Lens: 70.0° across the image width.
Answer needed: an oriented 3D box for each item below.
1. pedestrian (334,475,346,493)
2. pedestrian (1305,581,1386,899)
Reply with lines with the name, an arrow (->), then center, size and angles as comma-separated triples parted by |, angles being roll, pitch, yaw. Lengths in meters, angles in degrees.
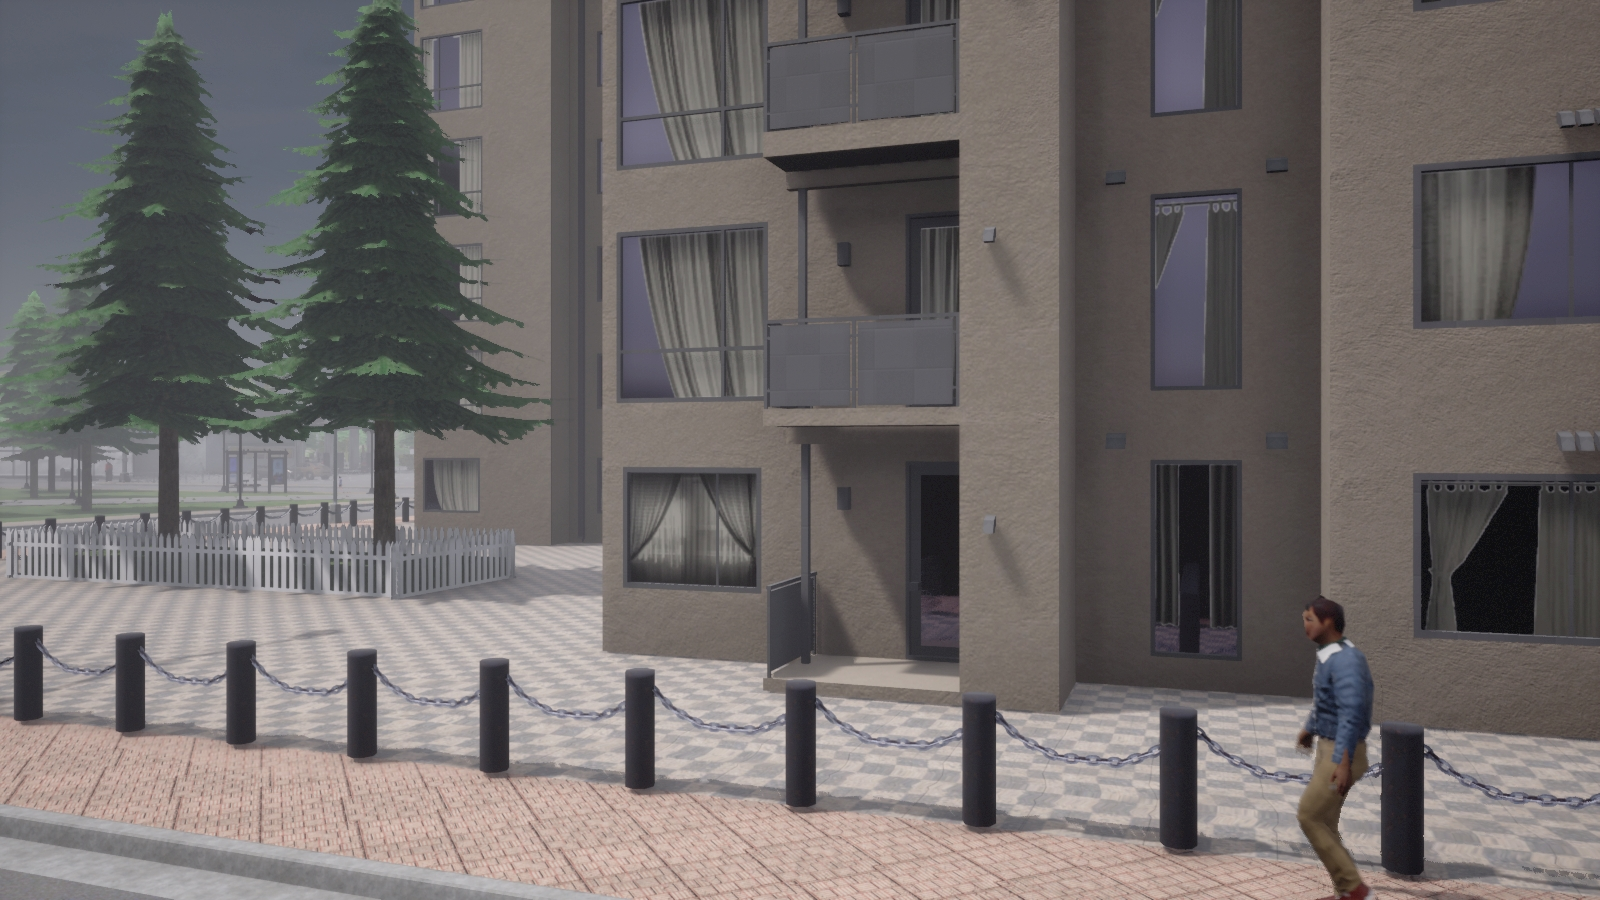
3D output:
pedestrian -> -28.250, 2.072, 70.173 | 0.500, 1.100, 0.500 | 0, 0, 22
pedestrian -> 3.064, 1.694, 6.438 | 0.375, 1.860, 0.375 | 0, 0, 20
